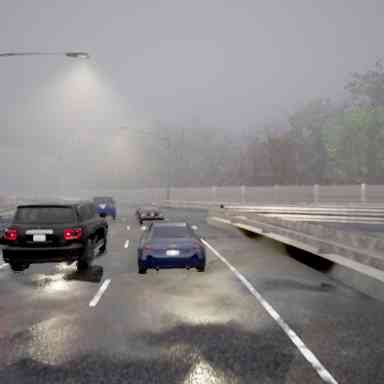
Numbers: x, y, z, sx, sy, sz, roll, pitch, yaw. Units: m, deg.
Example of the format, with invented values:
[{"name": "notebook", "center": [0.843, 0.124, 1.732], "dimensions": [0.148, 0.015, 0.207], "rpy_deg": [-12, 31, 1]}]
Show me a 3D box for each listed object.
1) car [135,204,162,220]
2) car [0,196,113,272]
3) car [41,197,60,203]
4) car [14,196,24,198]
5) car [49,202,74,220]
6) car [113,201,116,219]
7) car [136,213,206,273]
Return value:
[{"name": "car", "center": [-3.436, 1.679, 26.225], "dimensions": [2.033, 1.411, 5.357], "rpy_deg": [0, 0, -14]}, {"name": "car", "center": [-4.247, 1.285, 11.280], "dimensions": [2.150, 2.045, 5.566], "rpy_deg": [0, 0, -6]}, {"name": "car", "center": [-34.131, 1.849, 80.061], "dimensions": [5.357, 1.411, 2.033], "rpy_deg": [0, 0, 42]}, {"name": "car", "center": [-39.386, 1.636, 75.326], "dimensions": [4.553, 1.767, 2.097], "rpy_deg": [0, 0, 42]}, {"name": "car", "center": [-12.073, 1.694, 31.054], "dimensions": [1.812, 1.442, 4.674], "rpy_deg": [0, 0, -17]}, {"name": "car", "center": [-8.005, 1.373, 29.713], "dimensions": [2.150, 2.045, 5.566], "rpy_deg": [0, 0, -16]}, {"name": "car", "center": [-0.733, 1.620, 10.992], "dimensions": [1.994, 1.385, 4.181], "rpy_deg": [0, 0, -6]}]
